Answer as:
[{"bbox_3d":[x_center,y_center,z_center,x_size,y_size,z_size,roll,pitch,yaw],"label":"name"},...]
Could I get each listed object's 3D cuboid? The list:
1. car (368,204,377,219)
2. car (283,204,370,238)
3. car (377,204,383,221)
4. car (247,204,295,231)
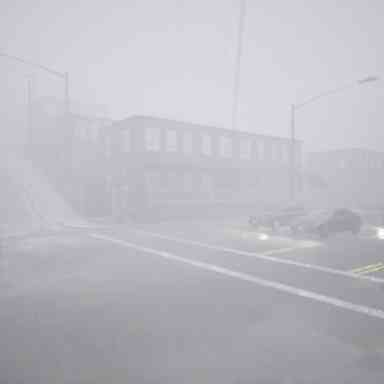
[{"bbox_3d":[13.951,1.623,26.820,4.718,1.301,1.895,0,0,-35],"label":"car"},{"bbox_3d":[7.269,1.539,17.764,4.674,1.442,1.812,0,0,-35],"label":"car"},{"bbox_3d":[15.492,1.499,23.623,5.008,1.535,1.882,0,0,-35],"label":"car"},{"bbox_3d":[5.594,1.519,20.866,4.892,1.490,1.837,0,0,-35],"label":"car"}]
